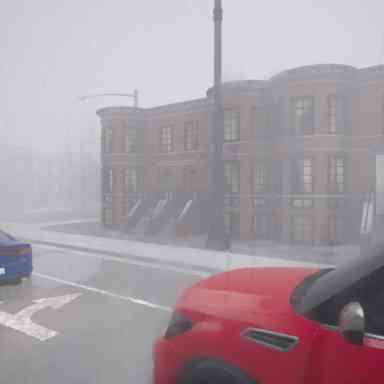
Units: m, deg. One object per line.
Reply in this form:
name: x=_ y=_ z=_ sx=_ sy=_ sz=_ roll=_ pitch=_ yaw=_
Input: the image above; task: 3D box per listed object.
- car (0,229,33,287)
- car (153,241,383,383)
car: x=-5.950 y=1.478 z=8.236 sx=5.008 sy=1.535 sz=1.882 roll=0 pitch=0 yaw=36
car: x=2.267 y=1.219 z=2.371 sx=5.566 sy=2.045 sz=2.150 roll=0 pitch=0 yaw=36
